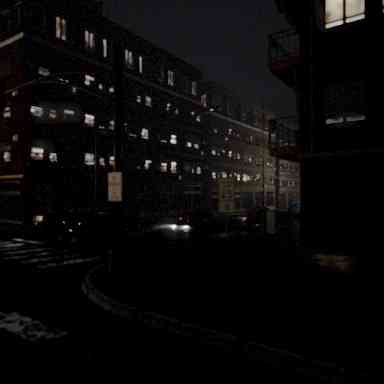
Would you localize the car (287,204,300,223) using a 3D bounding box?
[{"bbox_3d":[8.900,2.113,30.883,2.008,1.369,4.403,-2,-2,35],"label":"car"}]

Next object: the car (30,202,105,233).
[{"bbox_3d":[-7.753,1.590,21.657,2.192,1.841,5.009,-1,-2,35],"label":"car"}]

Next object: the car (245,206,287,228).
[{"bbox_3d":[5.640,2.040,26.225,1.802,1.307,4.206,-2,-2,35],"label":"car"}]

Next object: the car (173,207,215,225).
[{"bbox_3d":[0.217,2.017,28.502,1.994,1.385,4.181,0,-1,35],"label":"car"}]

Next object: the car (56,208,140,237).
[{"bbox_3d":[-5.493,1.873,20.373,1.895,1.301,4.718,0,-1,36],"label":"car"}]

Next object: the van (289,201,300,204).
[{"bbox_3d":[18.324,2.449,58.906,1.690,1.788,3.998,-1,-2,35],"label":"van"}]
